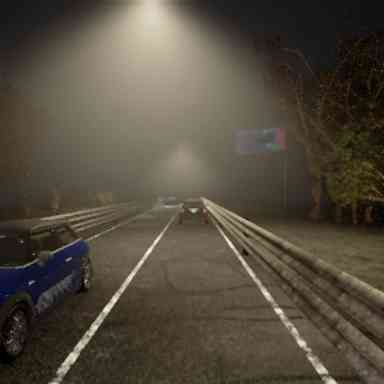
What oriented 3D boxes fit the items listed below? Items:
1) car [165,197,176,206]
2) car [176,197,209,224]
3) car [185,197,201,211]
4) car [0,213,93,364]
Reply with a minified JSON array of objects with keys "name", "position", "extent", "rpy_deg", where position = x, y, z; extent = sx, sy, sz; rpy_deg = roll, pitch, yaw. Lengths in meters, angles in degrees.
[{"name":"car","position":[-3.234,1.497,54.371],"extent":[1.994,1.385,4.181],"rpy_deg":[0,0,0]},{"name":"car","position":[0.119,1.322,24.823],"extent":[2.097,1.767,4.553],"rpy_deg":[0,0,0]},{"name":"car","position":[0.125,1.453,41.777],"extent":[1.837,1.490,4.892],"rpy_deg":[0,0,0]},{"name":"car","position":[-3.343,1.344,5.802],"extent":[2.097,1.767,4.553],"rpy_deg":[0,0,0]}]
